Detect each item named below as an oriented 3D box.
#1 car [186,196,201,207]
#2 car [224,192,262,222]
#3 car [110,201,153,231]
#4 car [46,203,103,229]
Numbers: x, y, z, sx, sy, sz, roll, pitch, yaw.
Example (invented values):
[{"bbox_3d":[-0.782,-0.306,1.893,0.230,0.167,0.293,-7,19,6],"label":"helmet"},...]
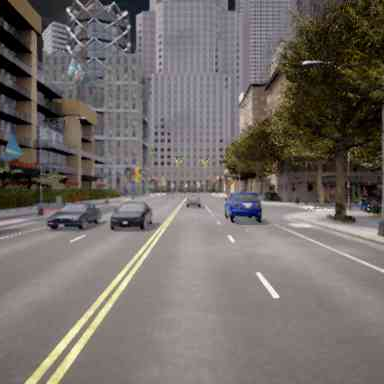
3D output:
[{"bbox_3d":[0.209,1.211,43.264,2.033,1.411,5.357,0,0,0],"label":"car"},{"bbox_3d":[3.663,1.032,24.463,2.150,2.045,5.566,0,0,0],"label":"car"},{"bbox_3d":[-3.458,1.322,19.781,1.882,1.535,5.008,0,0,0],"label":"car"},{"bbox_3d":[-6.951,1.384,20.373,2.033,1.411,5.357,0,0,0],"label":"car"}]
